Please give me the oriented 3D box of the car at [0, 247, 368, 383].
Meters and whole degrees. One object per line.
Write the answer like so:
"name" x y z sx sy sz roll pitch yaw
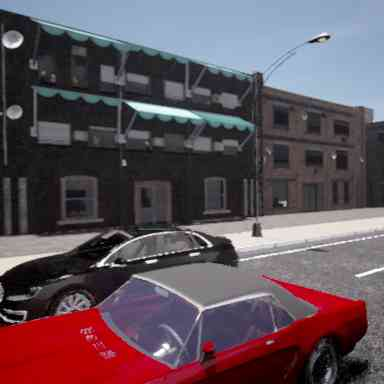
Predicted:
"car" -0.203 1.586 3.543 4.718 1.301 1.895 -1 0 -35

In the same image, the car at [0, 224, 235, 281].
"car" -1.194 1.481 6.826 4.892 1.490 1.837 -1 0 -35
